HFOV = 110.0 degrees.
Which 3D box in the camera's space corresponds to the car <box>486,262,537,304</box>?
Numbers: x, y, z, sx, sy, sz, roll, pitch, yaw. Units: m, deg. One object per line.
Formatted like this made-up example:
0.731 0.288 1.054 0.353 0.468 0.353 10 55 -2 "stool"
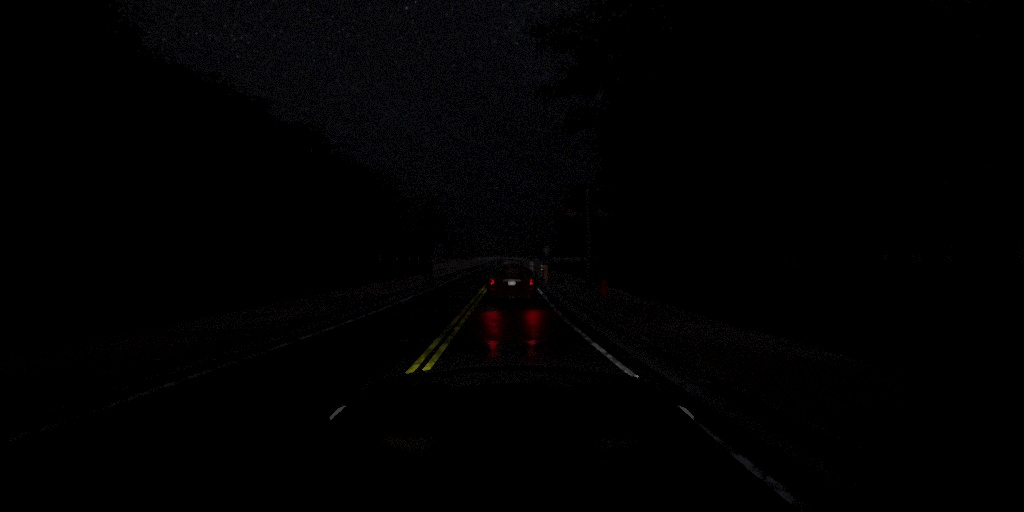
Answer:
-0.010 1.116 16.481 2.097 1.767 4.553 0 0 0 "car"
